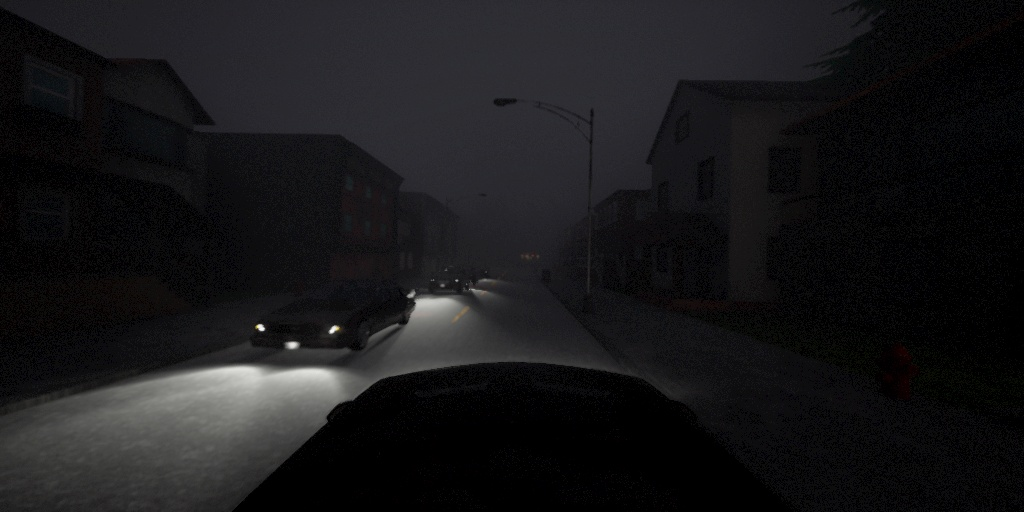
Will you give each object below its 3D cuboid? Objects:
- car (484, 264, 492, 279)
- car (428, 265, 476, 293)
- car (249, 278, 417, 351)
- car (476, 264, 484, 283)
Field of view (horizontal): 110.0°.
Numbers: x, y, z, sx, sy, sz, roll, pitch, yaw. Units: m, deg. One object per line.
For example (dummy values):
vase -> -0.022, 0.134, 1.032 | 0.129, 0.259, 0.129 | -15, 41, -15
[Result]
car -> -3.265, 1.562, 37.757 | 1.812, 1.442, 4.674 | 1, -1, 1
car -> -3.694, 1.357, 21.778 | 2.128, 1.511, 4.902 | 1, -1, 1
car -> -3.960, 1.281, 9.227 | 2.033, 1.411, 5.357 | 1, -1, 1
car -> -3.496, 1.344, 26.567 | 1.994, 1.385, 4.181 | 1, -1, 1
